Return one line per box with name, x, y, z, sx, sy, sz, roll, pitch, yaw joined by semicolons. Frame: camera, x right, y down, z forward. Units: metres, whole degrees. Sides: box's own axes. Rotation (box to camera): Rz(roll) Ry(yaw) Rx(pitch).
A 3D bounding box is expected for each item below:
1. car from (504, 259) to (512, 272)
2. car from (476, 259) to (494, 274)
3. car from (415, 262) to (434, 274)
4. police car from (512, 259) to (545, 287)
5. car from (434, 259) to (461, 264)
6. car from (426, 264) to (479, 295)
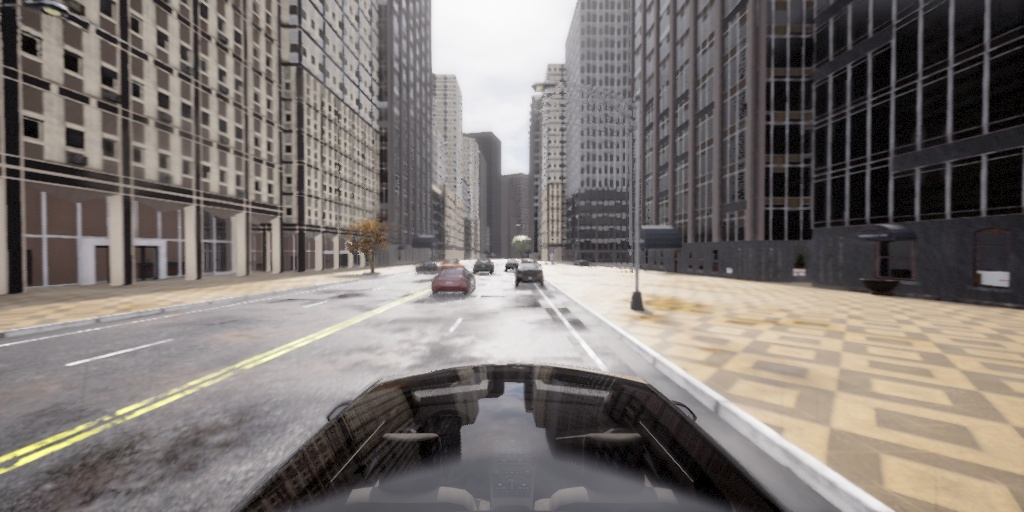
car;0.029;1.257;46.967;1.837;1.490;4.892;0;1;0
car;-3.150;1.103;41.329;2.097;1.767;4.553;0;0;0
car;-9.814;1.352;41.798;1.895;1.301;4.718;0;0;0
police car;1.138;1.176;24.785;1.930;1.638;5.238;0;0;0
car;-6.575;1.103;38.472;2.097;1.767;4.553;0;0;0
car;-3.151;1.314;19.924;1.994;1.385;4.181;0;0;0
